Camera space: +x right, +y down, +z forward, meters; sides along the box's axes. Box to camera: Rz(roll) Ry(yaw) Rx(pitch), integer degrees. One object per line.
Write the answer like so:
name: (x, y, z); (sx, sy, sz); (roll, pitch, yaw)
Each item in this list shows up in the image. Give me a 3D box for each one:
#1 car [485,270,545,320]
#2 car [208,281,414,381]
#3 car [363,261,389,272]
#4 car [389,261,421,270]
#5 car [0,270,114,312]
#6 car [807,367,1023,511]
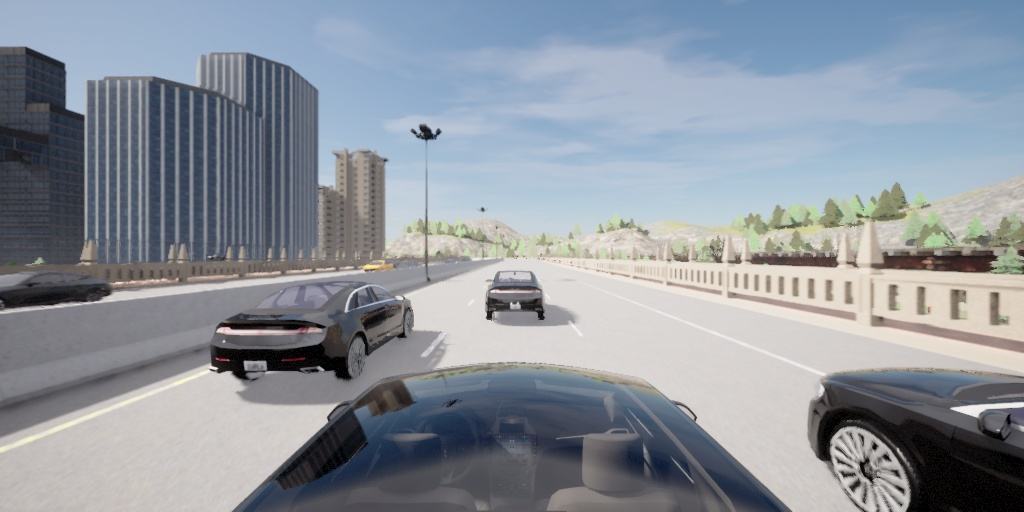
car: (0.098, 1.240, 12.684); (2.128, 1.511, 4.902); (0, 0, 0)
car: (-3.401, 1.241, 7.178); (2.128, 1.511, 4.902); (0, 0, 0)
car: (-14.098, 1.222, 38.031); (1.882, 1.535, 5.008); (0, 0, 0)
car: (-10.600, 1.252, 36.681); (1.837, 1.490, 4.892); (0, 0, 0)
car: (-17.592, 1.273, 13.068); (1.812, 1.442, 4.674); (0, 0, 0)
car: (3.600, 1.242, 1.256); (2.128, 1.511, 4.902); (0, 0, 0)
